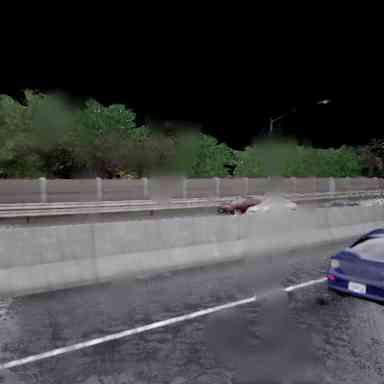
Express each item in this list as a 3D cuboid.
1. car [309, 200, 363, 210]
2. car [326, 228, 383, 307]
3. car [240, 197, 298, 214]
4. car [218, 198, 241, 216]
[{"bbox_3d":[10.680,1.266,24.449,4.718,1.301,1.895,-2,1,-35],"label":"car"},{"bbox_3d":[4.749,1.478,7.135,4.674,1.442,1.812,-1,0,-36],"label":"car"},{"bbox_3d":[6.269,1.266,25.623,4.674,1.442,1.812,-2,1,-35],"label":"car"},{"bbox_3d":[4.449,1.212,28.624,5.008,1.535,1.882,-2,1,-35],"label":"car"}]
